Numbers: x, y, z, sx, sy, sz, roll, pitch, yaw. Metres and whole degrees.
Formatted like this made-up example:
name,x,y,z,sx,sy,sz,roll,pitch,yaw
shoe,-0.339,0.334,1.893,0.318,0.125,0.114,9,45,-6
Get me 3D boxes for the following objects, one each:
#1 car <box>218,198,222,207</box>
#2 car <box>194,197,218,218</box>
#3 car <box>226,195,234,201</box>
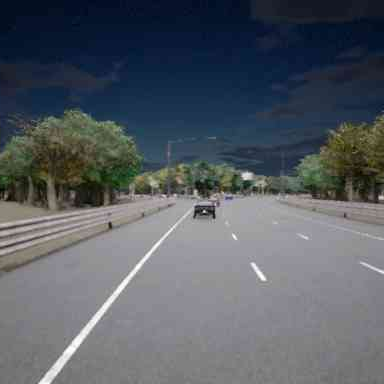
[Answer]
name,x,y,z,sx,sy,sz,roll,pitch,yaw
car,3.552,1.541,52.772,1.812,1.442,4.674,0,0,8
car,1.242,1.487,30.749,1.882,1.535,5.008,0,0,4
car,10.314,1.514,90.236,1.882,1.535,5.008,0,0,13
